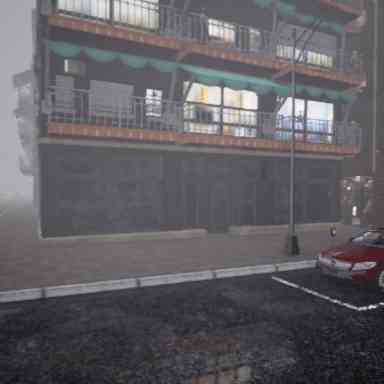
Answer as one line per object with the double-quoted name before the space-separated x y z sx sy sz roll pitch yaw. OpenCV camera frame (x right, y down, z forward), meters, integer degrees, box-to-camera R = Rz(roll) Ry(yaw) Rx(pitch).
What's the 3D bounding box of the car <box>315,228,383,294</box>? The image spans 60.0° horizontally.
"car" 5.150 1.599 8.581 4.206 1.307 1.802 1 0 -25
